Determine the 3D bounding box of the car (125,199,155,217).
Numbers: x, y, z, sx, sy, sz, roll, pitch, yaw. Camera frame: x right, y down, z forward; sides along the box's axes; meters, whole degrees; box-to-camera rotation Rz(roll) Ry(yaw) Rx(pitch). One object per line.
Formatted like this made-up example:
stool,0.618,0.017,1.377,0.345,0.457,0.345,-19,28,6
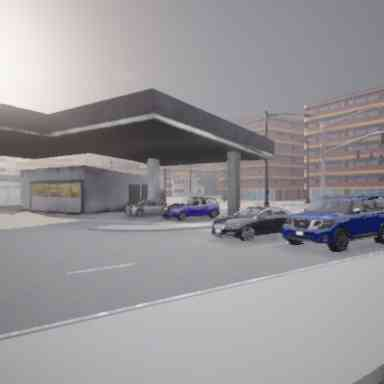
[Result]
car,-4.001,1.412,29.824,3.806,1.475,1.970,0,0,-35

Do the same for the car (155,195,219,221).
car,-0.045,1.249,25.589,4.611,1.667,2.242,0,0,-35

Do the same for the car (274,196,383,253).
car,6.252,1.182,13.919,5.566,2.045,2.150,0,0,-35

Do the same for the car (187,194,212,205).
car,1.216,1.244,57.898,2.097,1.767,4.553,0,0,-36

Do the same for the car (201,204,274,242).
car,3.179,1.455,16.089,4.902,1.511,2.128,0,0,-34
